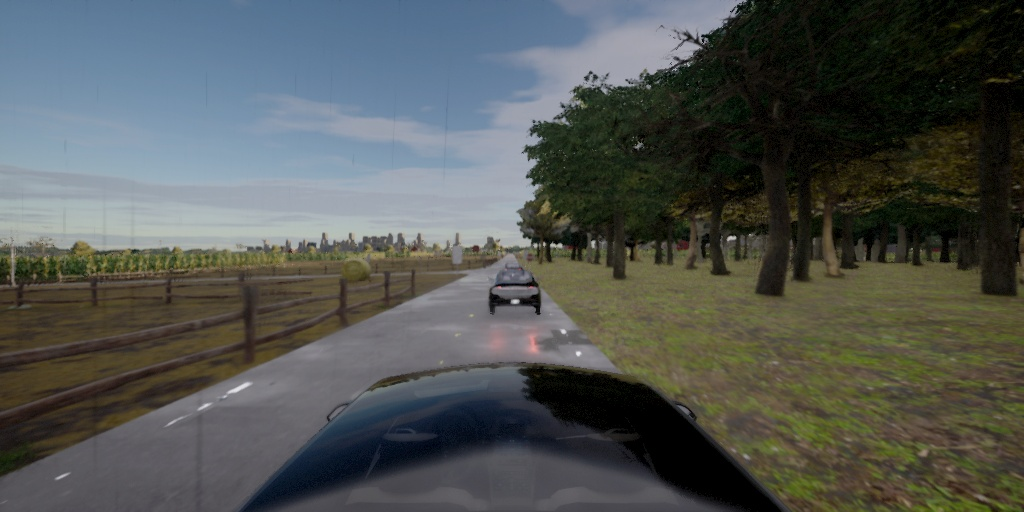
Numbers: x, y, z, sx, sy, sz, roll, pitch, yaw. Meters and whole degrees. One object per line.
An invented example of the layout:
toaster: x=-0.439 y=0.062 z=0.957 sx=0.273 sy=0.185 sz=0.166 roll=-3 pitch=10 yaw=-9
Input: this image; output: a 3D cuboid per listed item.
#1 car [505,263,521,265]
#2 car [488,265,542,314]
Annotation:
car: x=0.093 y=1.300 z=30.683 sx=2.128 sy=1.511 sz=4.902 roll=0 pitch=0 yaw=0
car: x=0.098 y=1.272 z=14.034 sx=2.128 sy=1.511 sz=4.902 roll=0 pitch=0 yaw=0
